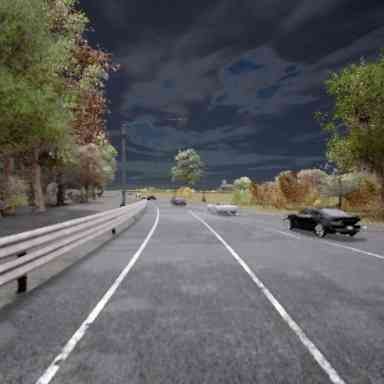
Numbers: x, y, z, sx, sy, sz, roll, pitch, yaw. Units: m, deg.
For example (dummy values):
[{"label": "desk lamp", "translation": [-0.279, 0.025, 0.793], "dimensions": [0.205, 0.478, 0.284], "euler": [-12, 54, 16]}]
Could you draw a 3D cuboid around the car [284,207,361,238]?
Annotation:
[{"label": "car", "translation": [6.987, 1.544, 18.420], "dimensions": [1.882, 1.535, 5.008], "euler": [1, 0, -14]}]

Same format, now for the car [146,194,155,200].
[{"label": "car", "translation": [-10.878, 1.304, 87.586], "dimensions": [1.837, 1.490, 4.892], "euler": [0, 0, -14]}]

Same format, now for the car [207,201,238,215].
[{"label": "car", "translation": [2.987, 1.598, 33.909], "dimensions": [1.895, 1.301, 4.718], "euler": [0, 0, -14]}]

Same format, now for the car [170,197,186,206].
[{"label": "car", "translation": [-2.293, 1.502, 54.324], "dimensions": [2.033, 1.411, 5.357], "euler": [0, 0, -14]}]
